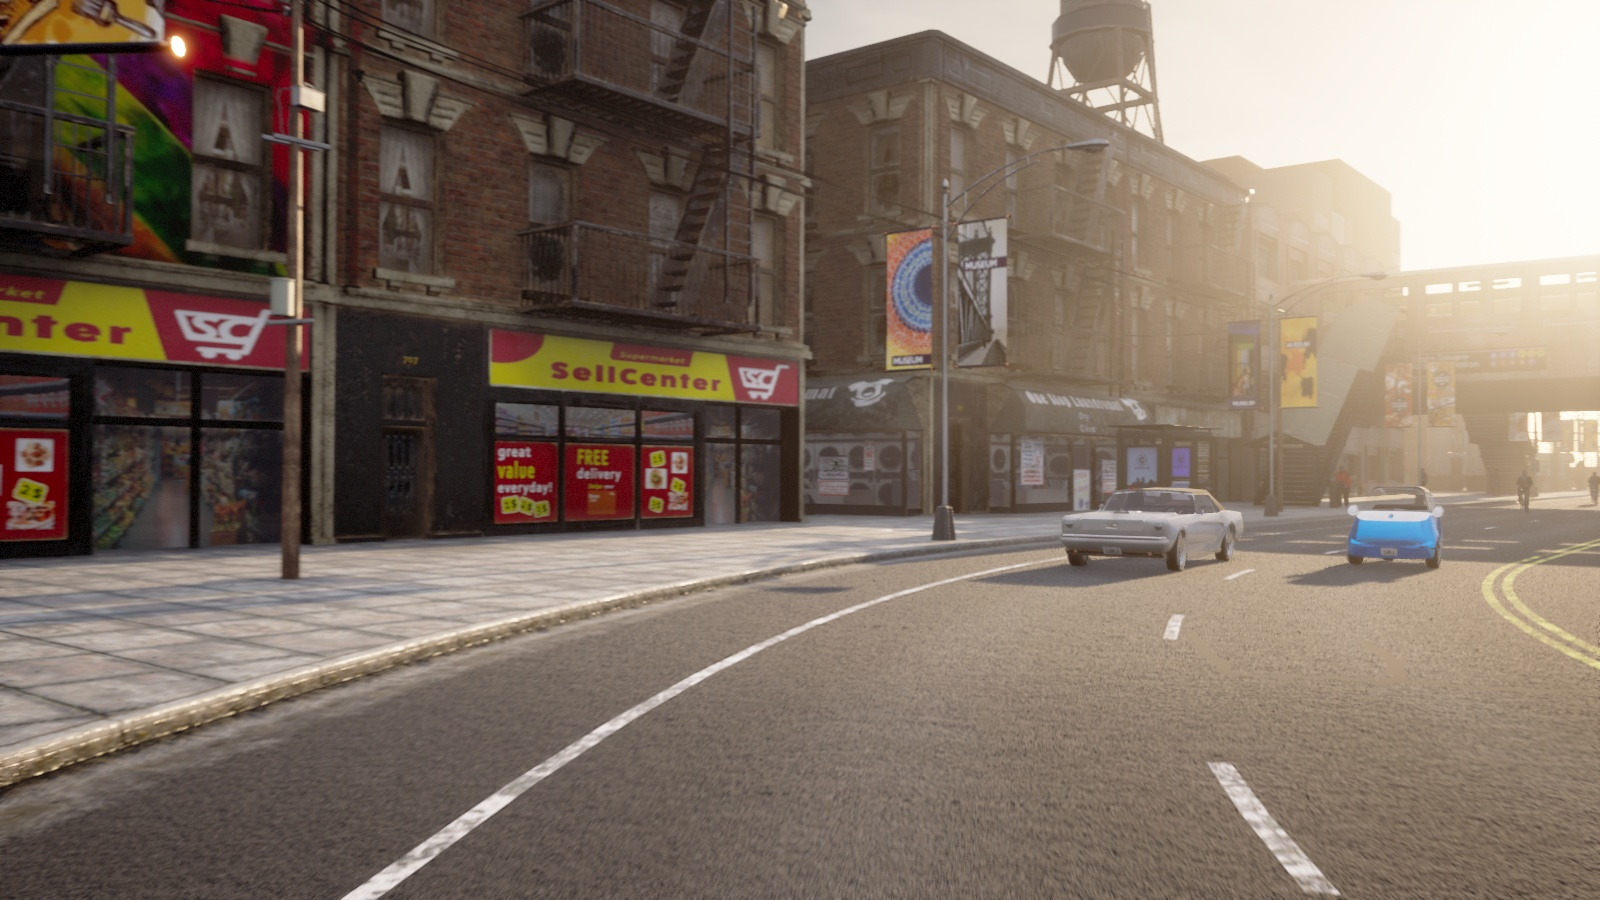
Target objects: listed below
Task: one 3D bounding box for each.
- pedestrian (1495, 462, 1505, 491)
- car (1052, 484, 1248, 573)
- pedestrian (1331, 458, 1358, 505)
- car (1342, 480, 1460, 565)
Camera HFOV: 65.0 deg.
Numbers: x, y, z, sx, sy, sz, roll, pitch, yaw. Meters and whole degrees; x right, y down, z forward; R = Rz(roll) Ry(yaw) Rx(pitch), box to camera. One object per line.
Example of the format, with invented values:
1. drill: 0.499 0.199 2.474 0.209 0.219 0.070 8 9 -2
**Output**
1. pedestrian: 45.031 1.697 80.805 0.726 1.835 0.370 1 -1 -44
2. car: 6.150 1.261 21.659 1.895 1.301 4.718 -1 -1 33
3. pedestrian: 21.734 1.249 50.116 0.899 1.844 0.634 1 -1 -43
4. car: 10.423 1.204 21.732 1.481 1.376 2.207 -1 -2 35
